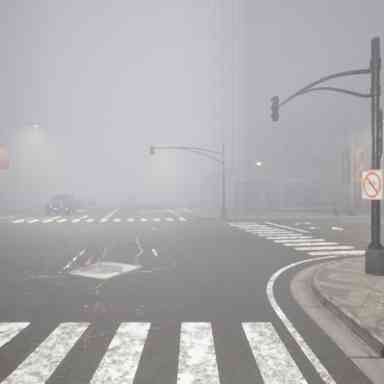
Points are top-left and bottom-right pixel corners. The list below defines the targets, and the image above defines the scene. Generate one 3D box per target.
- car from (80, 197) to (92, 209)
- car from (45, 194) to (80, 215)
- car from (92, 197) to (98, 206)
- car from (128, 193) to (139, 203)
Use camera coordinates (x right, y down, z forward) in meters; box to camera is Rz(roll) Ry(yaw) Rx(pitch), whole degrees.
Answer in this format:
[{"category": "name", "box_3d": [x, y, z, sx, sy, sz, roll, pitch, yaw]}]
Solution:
[{"category": "car", "box_3d": [-14.933, 1.585, 43.984, 1.994, 1.385, 4.181, 0, 0, -10]}, {"category": "car", "box_3d": [-13.322, 1.235, 34.125, 2.150, 2.045, 5.566, 0, 0, -10]}, {"category": "car", "box_3d": [-16.543, 1.509, 54.016, 1.882, 1.535, 5.008, 0, 0, -9]}, {"category": "car", "box_3d": [-13.115, 1.293, 74.011, 2.150, 2.045, 5.566, 0, 0, -9]}]
